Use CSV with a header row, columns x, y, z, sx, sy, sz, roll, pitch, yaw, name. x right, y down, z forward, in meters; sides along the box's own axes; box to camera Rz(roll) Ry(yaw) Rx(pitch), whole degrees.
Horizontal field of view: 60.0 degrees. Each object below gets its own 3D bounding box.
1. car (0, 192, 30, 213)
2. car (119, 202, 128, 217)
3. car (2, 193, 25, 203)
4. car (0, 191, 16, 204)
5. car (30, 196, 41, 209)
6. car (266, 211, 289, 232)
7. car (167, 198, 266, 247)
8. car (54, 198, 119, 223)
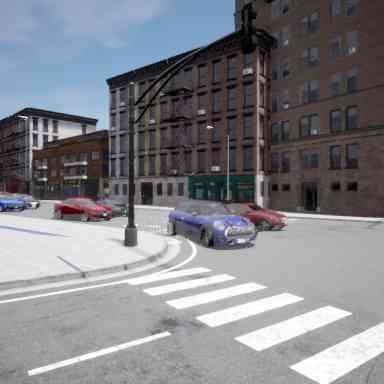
x,y,z,sx,sy,sz,roll,pitch,yaw,name
-17.250,1.048,30.661,5.008,1.535,1.882,0,0,39,car
-6.524,1.261,26.253,4.181,1.385,1.994,1,0,38,car
-28.899,0.939,53.744,4.674,1.442,1.812,1,0,42,car
-27.587,0.786,48.231,4.553,1.767,2.097,1,0,41,car
-17.981,1.044,35.477,4.902,1.511,2.128,1,0,40,car
3.098,1.356,18.911,4.674,1.442,1.812,1,0,37,car
0.739,1.198,14.502,2.097,1.767,4.553,0,2,-31,car
-7.559,1.174,22.940,5.008,1.535,1.882,1,0,38,car
